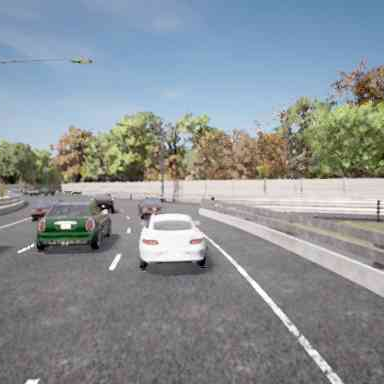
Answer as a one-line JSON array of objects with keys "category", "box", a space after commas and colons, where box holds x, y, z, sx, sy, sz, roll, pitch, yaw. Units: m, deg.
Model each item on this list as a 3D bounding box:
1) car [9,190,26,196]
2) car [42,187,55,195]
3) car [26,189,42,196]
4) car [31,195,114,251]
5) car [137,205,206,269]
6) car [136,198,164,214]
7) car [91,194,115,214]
[{"category": "car", "box": [-40.936, 0.221, 76.949, 5.008, 1.535, 1.882, 1, 1, 41]}, {"category": "car", "box": [-35.776, -0.102, 81.783, 5.566, 2.045, 2.150, 1, 1, 41]}, {"category": "car", "box": [-38.578, 0.293, 79.536, 4.718, 1.301, 1.895, 1, 1, 41]}, {"category": "car", "box": [-4.530, 1.152, 13.346, 2.097, 1.767, 4.553, 0, 1, -7]}, {"category": "car", "box": [-0.674, 1.361, 10.539, 1.812, 1.442, 4.674, 0, 1, -6]}, {"category": "car", "box": [-3.074, 1.167, 24.842, 2.033, 1.411, 5.357, 0, 1, -13]}, {"category": "car", "box": [-8.216, 1.020, 30.492, 1.882, 1.535, 5.008, 0, 1, -16]}]
